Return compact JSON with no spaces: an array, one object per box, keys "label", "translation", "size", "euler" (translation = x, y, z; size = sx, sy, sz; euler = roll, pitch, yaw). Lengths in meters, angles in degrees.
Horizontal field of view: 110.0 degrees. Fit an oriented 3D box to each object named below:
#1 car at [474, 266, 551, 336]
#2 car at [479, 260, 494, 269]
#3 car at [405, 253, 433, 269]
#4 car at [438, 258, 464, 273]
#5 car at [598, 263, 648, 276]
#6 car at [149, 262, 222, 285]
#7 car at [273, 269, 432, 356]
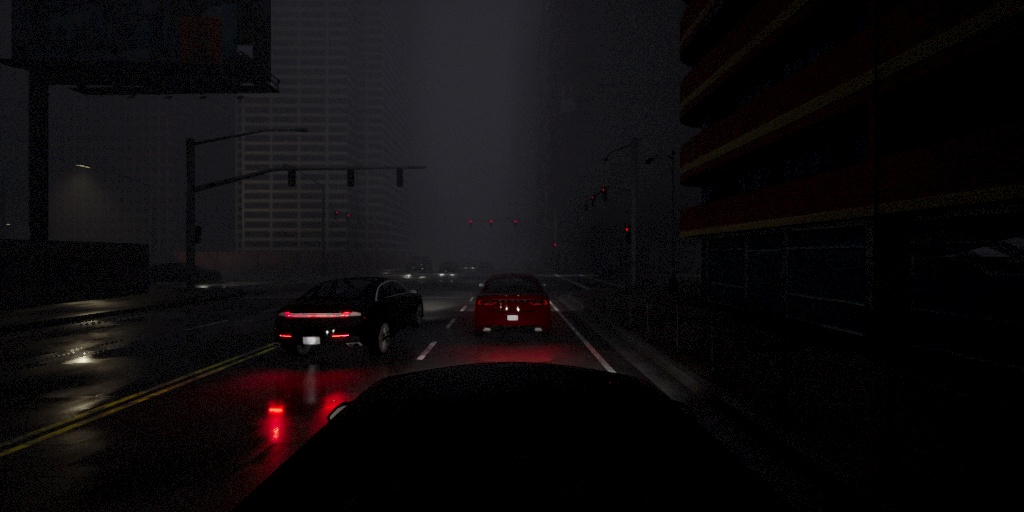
[{"label":"car","translation":[0.011,1.227,10.481],"size":[1.882,1.535,5.008],"euler":[0,0,0]},{"label":"car","translation":[-3.781,1.313,52.723],"size":[1.994,1.385,4.181],"euler":[0,0,0]},{"label":"car","translation":[-10.902,0.971,42.346],"size":[2.150,2.045,5.566],"euler":[0,0,0]},{"label":"car","translation":[-7.401,1.297,42.635],"size":[2.033,1.411,5.357],"euler":[0,0,0]},{"label":"car","translation":[11.322,1.350,36.790],"size":[4.718,1.301,1.895],"euler":[0,0,2]},{"label":"car","translation":[-23.942,1.227,25.988],"size":[5.008,1.535,1.882],"euler":[0,0,0]},{"label":"car","translation":[-3.477,1.241,8.592],"size":[2.128,1.511,4.902],"euler":[0,0,-1]}]
